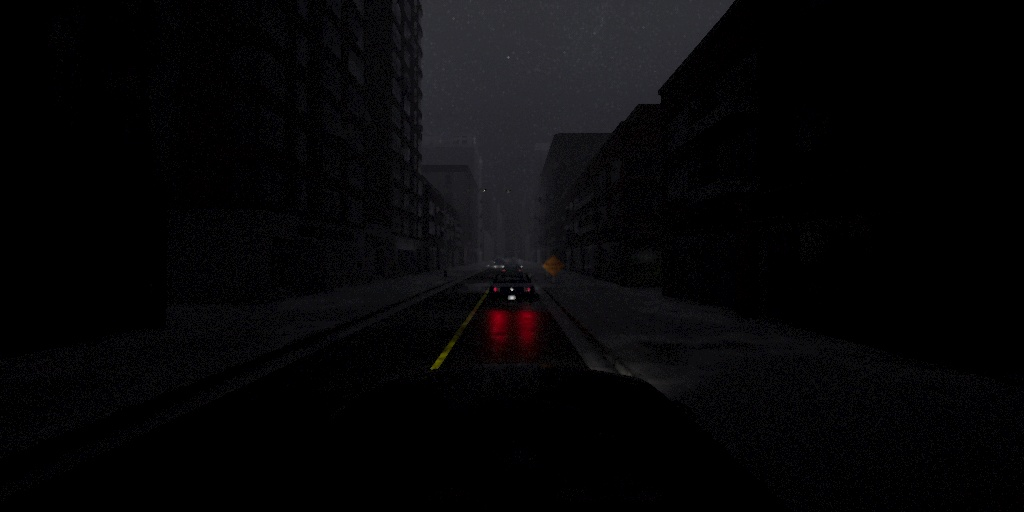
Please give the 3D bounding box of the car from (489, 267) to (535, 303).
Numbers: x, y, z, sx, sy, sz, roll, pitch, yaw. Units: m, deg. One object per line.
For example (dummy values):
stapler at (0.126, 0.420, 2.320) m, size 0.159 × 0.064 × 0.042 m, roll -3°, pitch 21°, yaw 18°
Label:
car at (0.000, 1.368, 16.530) m, size 1.895 × 1.301 × 4.718 m, roll 0°, pitch 0°, yaw 0°

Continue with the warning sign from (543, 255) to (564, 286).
warning sign at (2.518, 0.866, 21.741) m, size 1.300 × 1.860 × 1.060 m, roll 0°, pitch 0°, yaw 0°

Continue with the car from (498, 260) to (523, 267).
car at (0.000, 1.326, 31.501) m, size 1.994 × 1.385 × 4.181 m, roll 0°, pitch 0°, yaw 0°
